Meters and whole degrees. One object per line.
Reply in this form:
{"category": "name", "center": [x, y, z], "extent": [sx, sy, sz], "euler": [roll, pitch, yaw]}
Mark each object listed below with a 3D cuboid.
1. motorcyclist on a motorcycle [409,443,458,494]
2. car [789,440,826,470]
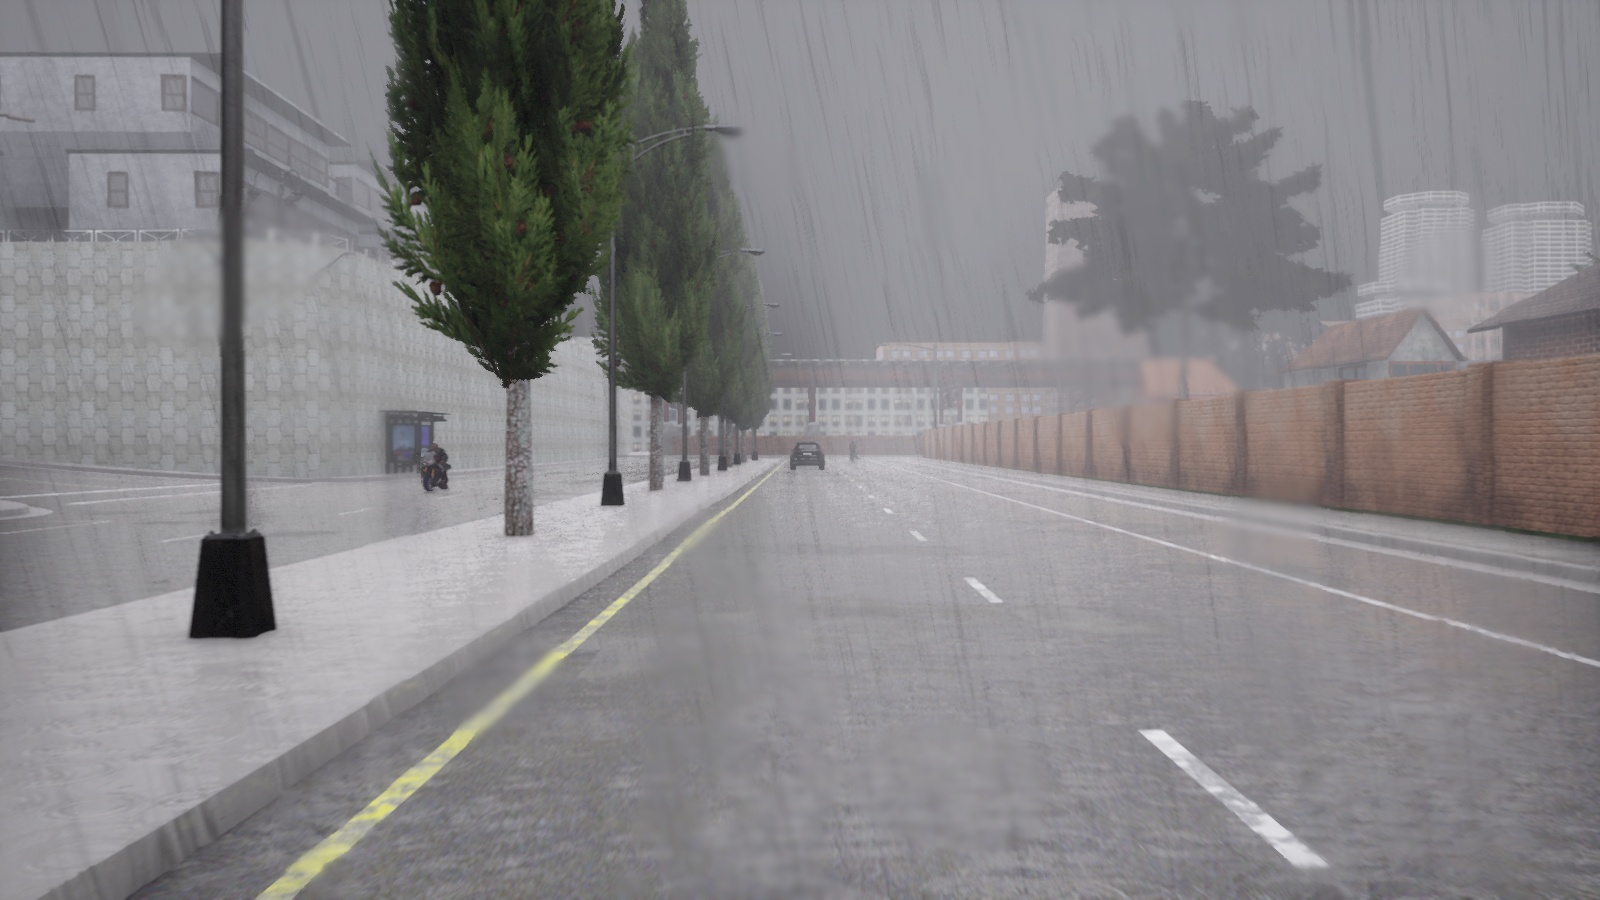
{"category": "motorcyclist on a motorcycle", "center": [-11.264, 0.541, 38.673], "extent": [0.866, 1.530, 2.191], "euler": [0, 0, 0]}
{"category": "car", "center": [0.423, 0.273, 71.617], "extent": [2.033, 1.649, 4.856], "euler": [0, 0, 0]}
